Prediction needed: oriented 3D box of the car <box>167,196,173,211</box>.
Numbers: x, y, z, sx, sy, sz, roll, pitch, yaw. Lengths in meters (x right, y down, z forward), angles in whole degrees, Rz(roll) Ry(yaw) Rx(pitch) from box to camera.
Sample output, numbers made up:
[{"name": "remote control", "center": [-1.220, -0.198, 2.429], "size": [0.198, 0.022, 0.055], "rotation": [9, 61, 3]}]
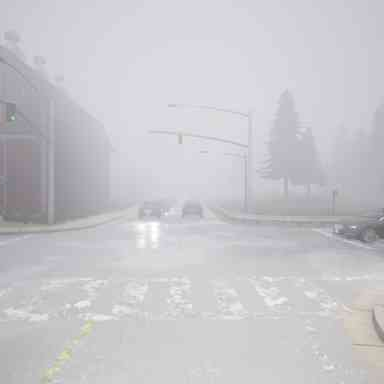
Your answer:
[{"name": "car", "center": [-3.555, 1.505, 39.067], "size": [1.837, 1.490, 4.892], "rotation": [0, 0, 0]}]

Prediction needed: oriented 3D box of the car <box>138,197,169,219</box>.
[{"name": "car", "center": [-3.568, 1.491, 29.596], "size": [2.128, 1.511, 4.902], "rotation": [0, 0, 0]}]

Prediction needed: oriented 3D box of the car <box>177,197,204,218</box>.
[{"name": "car", "center": [0.033, 1.492, 30.411], "size": [2.128, 1.511, 4.902], "rotation": [0, 0, 0]}]

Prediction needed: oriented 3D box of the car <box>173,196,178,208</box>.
[{"name": "car", "center": [-3.539, 1.526, 49.332], "size": [1.812, 1.442, 4.674], "rotation": [0, 0, 0]}]

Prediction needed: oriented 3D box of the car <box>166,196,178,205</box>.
[{"name": "car", "center": [-3.486, 1.478, 59.820], "size": [1.882, 1.535, 5.008], "rotation": [0, 0, 0]}]

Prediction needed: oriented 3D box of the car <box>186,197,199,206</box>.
[{"name": "car", "center": [0.062, 1.547, 55.877], "size": [2.033, 1.411, 5.357], "rotation": [0, 0, 0]}]

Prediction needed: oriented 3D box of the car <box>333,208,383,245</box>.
[{"name": "car", "center": [8.872, 1.464, 14.778], "size": [4.902, 1.511, 2.128], "rotation": [0, 0, -1]}]
